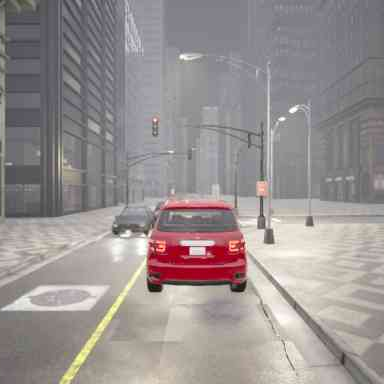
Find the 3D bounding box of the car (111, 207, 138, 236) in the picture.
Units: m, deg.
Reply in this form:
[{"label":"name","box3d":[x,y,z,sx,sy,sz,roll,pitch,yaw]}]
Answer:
[{"label":"car","box3d":[-3.109,1.547,18.855,2.033,1.411,5.357,0,0,0]}]

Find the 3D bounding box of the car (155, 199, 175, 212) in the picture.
[{"label":"car","box3d":[-3.110,1.565,39.408,1.994,1.385,4.181,0,0,0]}]

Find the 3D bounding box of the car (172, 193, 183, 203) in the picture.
[{"label":"car","box3d":[-3.019,1.223,71.682,2.150,2.045,5.566,0,0,0]}]

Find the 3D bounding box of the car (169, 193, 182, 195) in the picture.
[{"label":"car","box3d":[-3.104,1.229,56.108,2.150,2.045,5.566,0,0,0]}]

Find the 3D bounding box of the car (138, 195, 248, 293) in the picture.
[{"label":"car","box3d":[0.099,1.221,9.031,2.150,2.045,5.566,0,0,0]}]
